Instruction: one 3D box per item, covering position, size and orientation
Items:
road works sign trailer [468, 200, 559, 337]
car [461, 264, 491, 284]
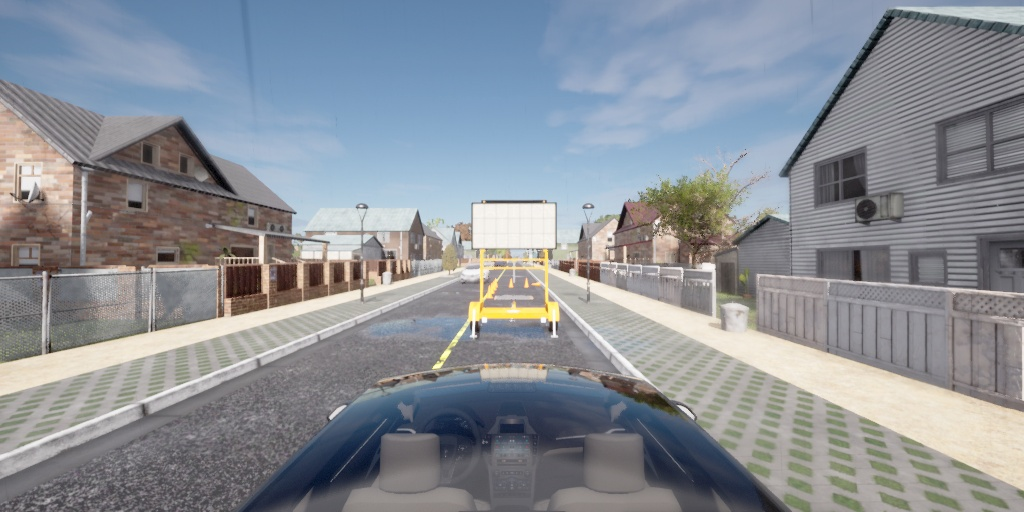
[{"bbox_3d":[0.060,0.220,10.240,2.380,3.560,2.880,0,0,1],"label":"road works sign trailer"},{"bbox_3d":[-2.716,1.309,27.102,1.812,1.442,4.674,0,0,0],"label":"car"}]
